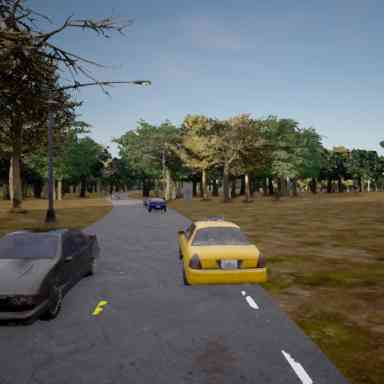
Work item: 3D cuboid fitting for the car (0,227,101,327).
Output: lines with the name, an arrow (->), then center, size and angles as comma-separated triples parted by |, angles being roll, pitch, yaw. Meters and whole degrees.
car -> -3.421, 1.543, 7.507 | 2.033, 1.411, 5.357 | 0, 0, -4

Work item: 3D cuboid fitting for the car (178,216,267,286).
car -> 0.586, 1.447, 9.374 | 1.801, 1.575, 5.366 | 0, 0, -4

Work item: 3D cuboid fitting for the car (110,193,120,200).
car -> -18.827, 0.987, 81.396 | 2.097, 1.767, 4.553 | 0, 1, -17

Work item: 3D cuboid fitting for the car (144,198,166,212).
car -> -4.051, 1.397, 37.876 | 1.882, 1.535, 5.008 | 0, 0, -11
